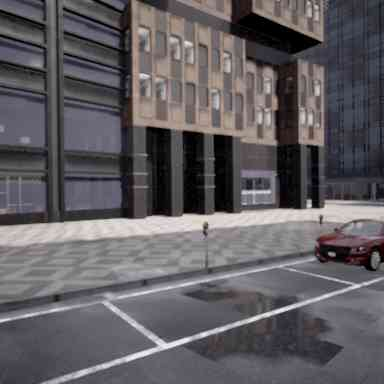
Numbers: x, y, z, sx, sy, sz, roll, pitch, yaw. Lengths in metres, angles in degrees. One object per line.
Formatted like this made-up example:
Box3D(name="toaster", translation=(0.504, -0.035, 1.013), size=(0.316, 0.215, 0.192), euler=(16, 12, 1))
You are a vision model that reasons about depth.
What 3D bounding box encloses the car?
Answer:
Box3D(name="car", translation=(5.831, 1.537, 10.822), size=(4.507, 1.381, 1.887), euler=(0, -1, -36))
